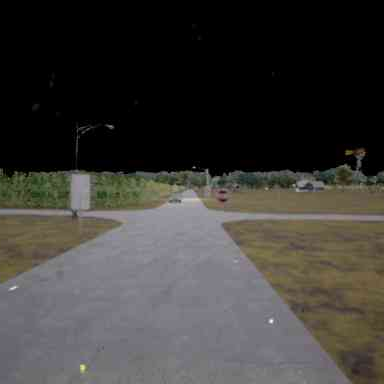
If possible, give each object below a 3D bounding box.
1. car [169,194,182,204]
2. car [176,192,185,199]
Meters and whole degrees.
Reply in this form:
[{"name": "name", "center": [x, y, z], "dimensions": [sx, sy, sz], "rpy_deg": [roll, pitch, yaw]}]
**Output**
[{"name": "car", "center": [-2.782, 1.060, 55.896], "dimensions": [2.097, 1.767, 4.553], "rpy_deg": [0, 0, 0]}, {"name": "car", "center": [-2.800, 0.820, 81.382], "dimensions": [2.033, 1.411, 5.357], "rpy_deg": [0, 1, 0]}]
